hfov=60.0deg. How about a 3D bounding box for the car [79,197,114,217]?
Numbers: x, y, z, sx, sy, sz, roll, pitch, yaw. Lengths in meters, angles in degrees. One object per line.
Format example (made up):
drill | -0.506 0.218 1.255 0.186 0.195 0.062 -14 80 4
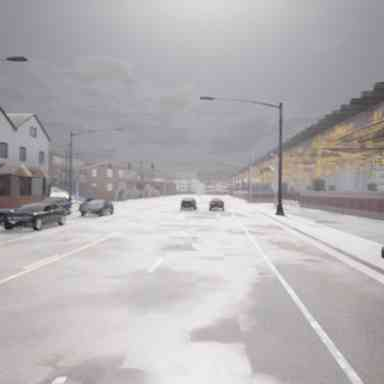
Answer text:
car | -8.436 1.391 30.164 1.812 1.442 4.674 1 0 5

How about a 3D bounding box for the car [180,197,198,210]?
car | -0.350 1.420 42.296 1.882 1.535 5.008 1 0 5

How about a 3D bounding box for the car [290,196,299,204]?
car | 20.379 1.611 59.576 2.038 1.542 4.974 1 0 -32

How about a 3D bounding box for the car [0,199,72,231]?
car | -9.207 1.374 19.905 1.837 1.490 4.892 1 0 4

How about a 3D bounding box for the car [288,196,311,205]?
car | 20.713 1.609 64.172 4.974 1.542 2.038 1 0 -42

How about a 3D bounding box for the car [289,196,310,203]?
car | 20.753 1.452 64.207 4.536 1.218 1.853 1 0 -42

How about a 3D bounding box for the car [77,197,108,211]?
car | -11.309 1.348 38.198 1.812 1.442 4.674 1 0 5

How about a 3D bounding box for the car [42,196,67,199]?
car | -12.071 1.178 28.415 2.097 1.767 4.553 1 0 4

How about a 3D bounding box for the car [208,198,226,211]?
car | 3.079 1.488 41.288 1.837 1.490 4.892 1 0 5
